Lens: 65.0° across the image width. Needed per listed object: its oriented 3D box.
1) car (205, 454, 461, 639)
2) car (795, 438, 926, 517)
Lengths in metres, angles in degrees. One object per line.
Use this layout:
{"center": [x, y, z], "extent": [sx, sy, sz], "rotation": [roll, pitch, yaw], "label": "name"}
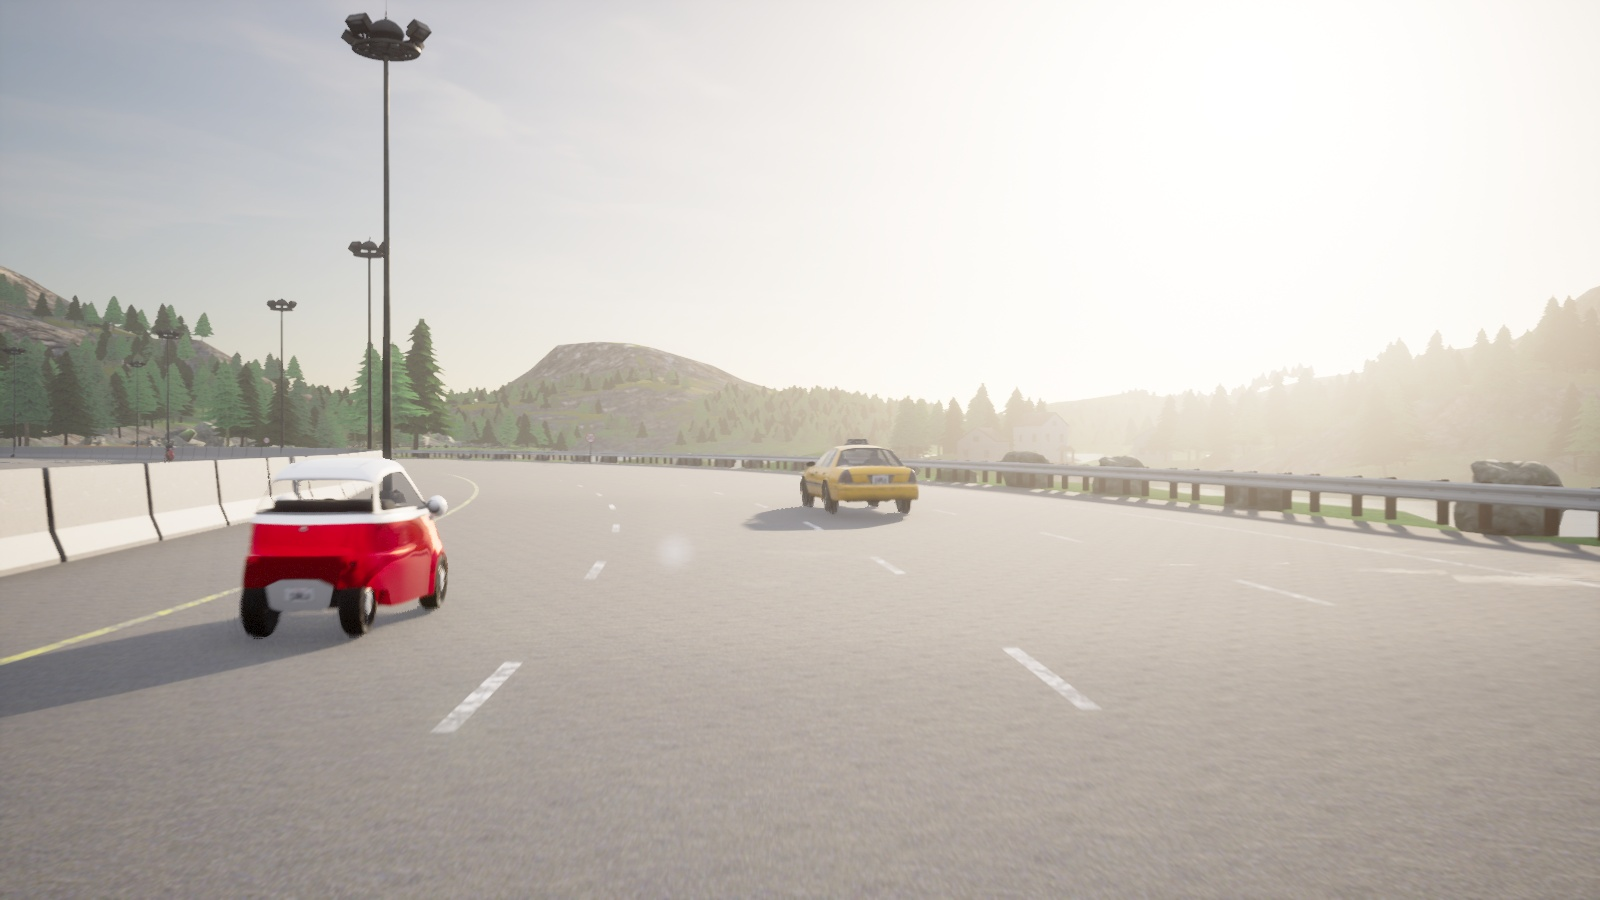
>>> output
{"center": [-3.856, 0.738, 10.689], "extent": [1.481, 1.376, 2.207], "rotation": [0, 1, -4], "label": "car"}
{"center": [1.208, 0.530, 27.730], "extent": [1.801, 1.575, 5.366], "rotation": [0, 0, -9], "label": "car"}
